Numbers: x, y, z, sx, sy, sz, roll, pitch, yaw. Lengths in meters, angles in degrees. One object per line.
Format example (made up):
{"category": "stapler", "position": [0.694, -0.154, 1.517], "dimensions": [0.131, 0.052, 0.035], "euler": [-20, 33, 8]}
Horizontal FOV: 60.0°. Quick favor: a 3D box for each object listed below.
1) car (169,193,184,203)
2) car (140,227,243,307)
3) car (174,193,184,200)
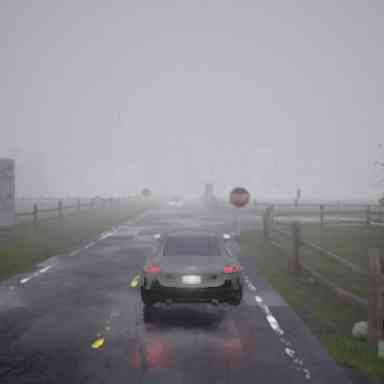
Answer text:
{"category": "car", "position": [-2.824, 1.100, 57.552], "dimensions": [1.994, 1.385, 4.181], "euler": [0, 0, 0]}
{"category": "car", "position": [-0.002, 1.504, 7.913], "dimensions": [1.994, 1.385, 4.181], "euler": [0, 0, 0]}
{"category": "car", "position": [-2.772, 0.933, 72.579], "dimensions": [2.033, 1.411, 5.357], "euler": [0, 1, 0]}
